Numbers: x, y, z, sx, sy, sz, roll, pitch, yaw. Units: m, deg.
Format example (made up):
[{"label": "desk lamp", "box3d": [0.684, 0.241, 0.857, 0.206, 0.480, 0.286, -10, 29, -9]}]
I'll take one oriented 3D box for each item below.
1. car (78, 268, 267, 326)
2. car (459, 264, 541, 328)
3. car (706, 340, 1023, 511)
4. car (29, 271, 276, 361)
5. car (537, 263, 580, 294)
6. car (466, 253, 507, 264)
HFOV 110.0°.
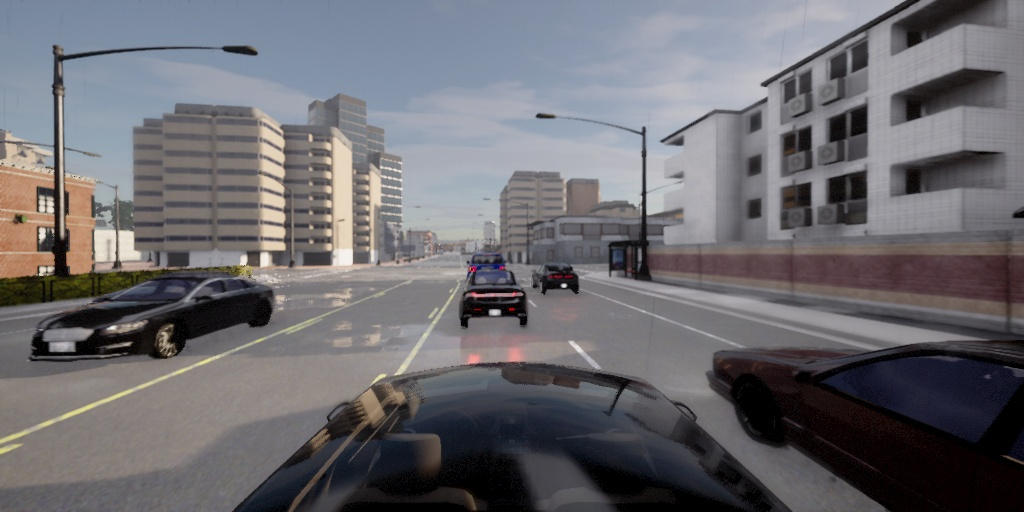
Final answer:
[{"label": "car", "box3d": [-11.460, 1.239, 12.871, 2.033, 1.411, 5.357, 0, 0, -5]}, {"label": "car", "box3d": [-0.613, 1.169, 11.203, 2.128, 1.511, 4.902, 0, 0, -5]}, {"label": "car", "box3d": [3.531, 1.286, 2.186, 2.033, 1.411, 5.357, 0, 0, -2]}, {"label": "car", "box3d": [-7.566, 1.209, 8.309, 2.128, 1.511, 4.902, 0, 0, -5]}, {"label": "car", "box3d": [2.212, 1.117, 19.149, 1.837, 1.490, 4.892, 0, 0, -5]}, {"label": "car", "box3d": [-1.466, 0.830, 20.832, 2.150, 2.045, 5.566, 0, 0, -5]}]
